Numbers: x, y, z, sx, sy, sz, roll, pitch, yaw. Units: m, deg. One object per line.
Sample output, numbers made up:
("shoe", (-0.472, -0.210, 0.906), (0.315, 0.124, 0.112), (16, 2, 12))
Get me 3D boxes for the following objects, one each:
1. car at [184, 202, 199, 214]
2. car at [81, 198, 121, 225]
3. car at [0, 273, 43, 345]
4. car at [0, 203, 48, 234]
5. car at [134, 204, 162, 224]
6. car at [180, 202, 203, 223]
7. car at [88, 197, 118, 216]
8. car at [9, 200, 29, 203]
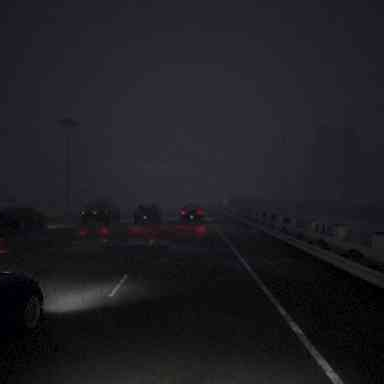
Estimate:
("car", (-0.119, 2.041, 43.655), (1.882, 1.535, 5.008), (0, -2, 0))
("car", (-7.029, 1.571, 26.115), (2.097, 1.767, 4.553), (0, -1, 0))
("car", (-3.416, 1.541, 3.706), (1.812, 1.442, 4.674), (0, 0, 0))
("car", (-10.499, 1.642, 20.258), (1.837, 1.490, 4.892), (0, -1, 0))
("car", (-3.535, 1.728, 27.291), (2.128, 1.511, 4.902), (0, -1, 0))
("car", (-0.035, 1.765, 27.407), (1.812, 1.442, 4.674), (0, -1, 0))
("car", (-10.601, 1.707, 40.103), (2.150, 2.045, 5.566), (0, -2, 0))
("car", (-24.766, 2.215, 49.415), (1.812, 1.442, 4.674), (0, -1, 0))
